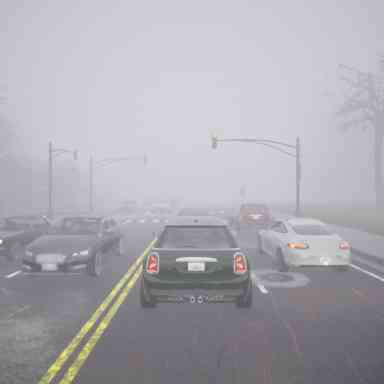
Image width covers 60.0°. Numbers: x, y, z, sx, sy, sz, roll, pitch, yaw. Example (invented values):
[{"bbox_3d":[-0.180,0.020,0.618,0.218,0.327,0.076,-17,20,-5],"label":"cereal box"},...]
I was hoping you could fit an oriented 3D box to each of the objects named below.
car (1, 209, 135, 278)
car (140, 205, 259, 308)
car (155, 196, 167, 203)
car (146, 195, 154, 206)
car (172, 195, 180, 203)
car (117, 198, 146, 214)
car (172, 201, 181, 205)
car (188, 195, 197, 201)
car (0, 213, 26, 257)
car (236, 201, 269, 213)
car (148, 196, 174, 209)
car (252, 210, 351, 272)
[{"bbox_3d":[-3.336,1.492,10.241,2.128,1.511,4.902,0,0,0],"label":"car"},{"bbox_3d":[0.090,1.352,8.064,2.097,1.767,4.553,0,0,0],"label":"car"},{"bbox_3d":[-6.385,1.516,69.199,2.033,1.411,5.357,0,0,0],"label":"car"},{"bbox_3d":[-6.503,1.335,52.568,2.097,1.767,4.553,0,0,0],"label":"car"},{"bbox_3d":[-3.258,1.490,51.547,1.837,1.490,4.892,0,0,0],"label":"car"},{"bbox_3d":[-6.544,1.544,35.128,2.033,1.411,5.357,0,0,0],"label":"car"},{"bbox_3d":[0.070,1.477,17.329,1.882,1.535,5.008,0,0,0],"label":"car"},{"bbox_3d":[0.143,1.480,85.668,2.128,1.511,4.902,0,0,0],"label":"car"},{"bbox_3d":[-6.580,1.600,12.324,1.895,1.301,4.718,0,0,0],"label":"car"},{"bbox_3d":[3.341,1.351,19.410,2.097,1.767,4.553,0,0,0],"label":"car"},{"bbox_3d":[-3.287,1.522,35.775,1.812,1.442,4.674,0,0,0],"label":"car"},{"bbox_3d":[3.350,1.525,10.616,1.812,1.442,4.674,0,0,0],"label":"car"}]
